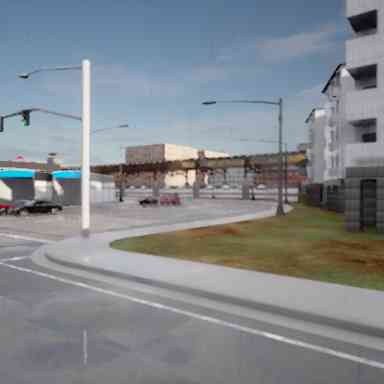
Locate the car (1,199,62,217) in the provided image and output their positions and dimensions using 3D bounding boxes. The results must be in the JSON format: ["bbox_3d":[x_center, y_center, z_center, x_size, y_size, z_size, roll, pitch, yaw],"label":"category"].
[{"bbox_3d":[-13.892,1.374,29.614,1.812,1.442,4.674,0,1,36],"label":"car"}]

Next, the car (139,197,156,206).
[{"bbox_3d":[-6.689,1.409,51.631,1.895,1.301,4.718,0,0,11],"label":"car"}]

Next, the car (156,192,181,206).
[{"bbox_3d":[-3.248,1.049,50.913,2.150,2.045,5.566,0,0,11],"label":"car"}]
